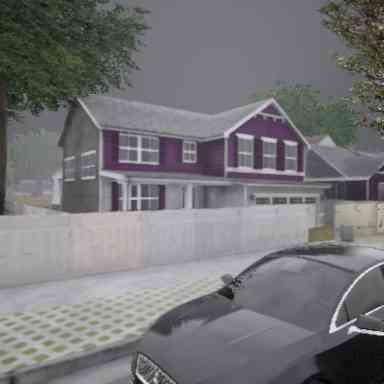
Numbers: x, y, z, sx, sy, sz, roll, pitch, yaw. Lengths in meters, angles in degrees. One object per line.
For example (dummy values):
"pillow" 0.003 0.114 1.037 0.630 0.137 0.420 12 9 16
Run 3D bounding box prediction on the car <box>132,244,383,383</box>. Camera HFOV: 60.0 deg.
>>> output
"car" 1.637 1.512 4.239 4.892 1.490 1.837 0 0 -35
